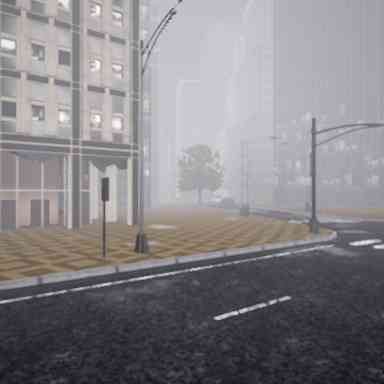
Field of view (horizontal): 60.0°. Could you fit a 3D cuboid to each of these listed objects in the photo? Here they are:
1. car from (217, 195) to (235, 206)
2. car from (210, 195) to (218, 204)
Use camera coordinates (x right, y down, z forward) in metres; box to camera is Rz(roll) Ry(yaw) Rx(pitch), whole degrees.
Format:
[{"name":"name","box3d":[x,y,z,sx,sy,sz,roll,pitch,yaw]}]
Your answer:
[{"name":"car","box3d":[6.798,1.762,63.825,2.097,1.767,4.553,0,0,-7]},{"name":"car","box3d":[5.377,1.618,73.936,2.150,2.045,5.566,0,0,-8]}]
